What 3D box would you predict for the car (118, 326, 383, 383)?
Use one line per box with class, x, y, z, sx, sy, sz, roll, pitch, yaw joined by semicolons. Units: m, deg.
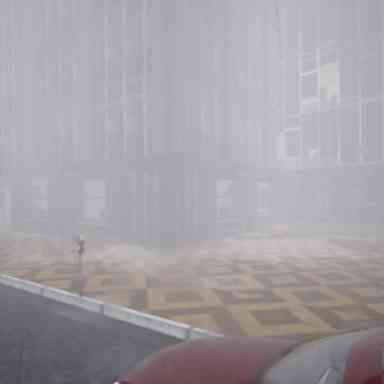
car;1.261;1.582;1.975;4.206;1.307;1.802;-1;0;36
